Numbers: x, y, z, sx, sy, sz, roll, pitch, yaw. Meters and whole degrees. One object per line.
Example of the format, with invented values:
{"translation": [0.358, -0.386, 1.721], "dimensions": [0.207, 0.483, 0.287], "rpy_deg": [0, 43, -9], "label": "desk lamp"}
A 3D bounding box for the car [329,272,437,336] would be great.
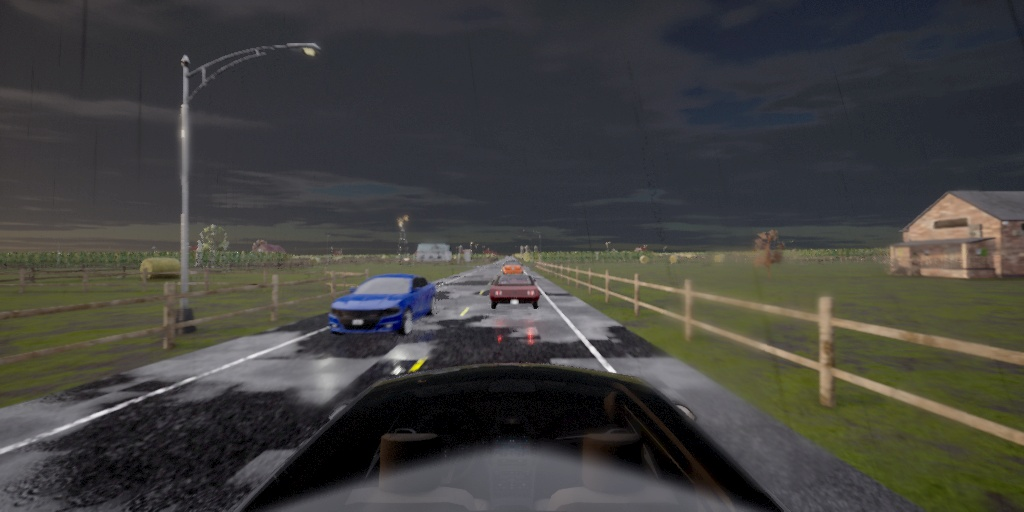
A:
{"translation": [-3.596, 1.282, 10.859], "dimensions": [1.882, 1.535, 5.008], "rpy_deg": [0, 0, 0], "label": "car"}

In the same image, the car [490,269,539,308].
{"translation": [0.103, 1.433, 15.636], "dimensions": [1.895, 1.301, 4.718], "rpy_deg": [0, 0, 0], "label": "car"}

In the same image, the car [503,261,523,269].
{"translation": [0.108, 1.300, 39.201], "dimensions": [2.097, 1.767, 4.553], "rpy_deg": [0, 0, 0], "label": "car"}
